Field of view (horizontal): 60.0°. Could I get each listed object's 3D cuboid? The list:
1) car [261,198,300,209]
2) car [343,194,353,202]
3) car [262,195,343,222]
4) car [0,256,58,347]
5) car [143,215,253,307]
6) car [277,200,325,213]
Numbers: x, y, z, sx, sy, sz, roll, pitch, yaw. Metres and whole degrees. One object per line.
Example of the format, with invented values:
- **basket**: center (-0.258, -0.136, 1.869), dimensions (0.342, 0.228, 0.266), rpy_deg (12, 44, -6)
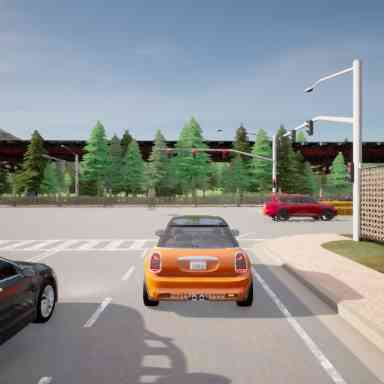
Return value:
- **car**: center (11.633, 1.526, 43.739), dimensions (4.674, 1.442, 1.812), rpy_deg (0, 0, -2)
- **car**: center (21.333, 1.221, 44.037), dimensions (5.566, 2.045, 2.150), rpy_deg (0, 0, -2)
- **car**: center (8.320, 1.223, 25.928), dimensions (5.566, 2.045, 2.150), rpy_deg (0, 0, -2)
- **car**: center (-3.399, 1.505, 4.285), dimensions (1.837, 1.490, 4.892), rpy_deg (0, 0, 0)
- **car**: center (0.128, 1.352, 8.161), dimensions (2.097, 1.767, 4.553), rpy_deg (0, 0, 0)
- **car**: center (11.957, 1.601, 36.710), dimensions (4.718, 1.301, 1.895), rpy_deg (0, 0, -3)
